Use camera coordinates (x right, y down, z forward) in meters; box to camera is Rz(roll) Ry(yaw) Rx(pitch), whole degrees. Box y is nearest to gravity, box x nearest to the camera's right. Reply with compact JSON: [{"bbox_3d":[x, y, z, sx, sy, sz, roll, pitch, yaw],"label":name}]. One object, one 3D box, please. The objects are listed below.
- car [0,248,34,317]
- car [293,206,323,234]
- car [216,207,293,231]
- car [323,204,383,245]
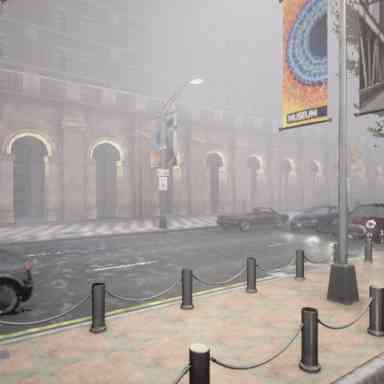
[{"bbox_3d":[-5.102,1.563,5.852,4.181,1.385,1.994,0,0,-36],"label":"car"},{"bbox_3d":[7.707,1.526,19.409,4.674,1.442,1.812,0,0,-36],"label":"car"},{"bbox_3d":[3.756,1.595,20.467,4.718,1.301,1.895,0,0,-36],"label":"car"},{"bbox_3d":[8.597,1.352,15.758,4.553,1.767,2.097,0,0,-36],"label":"car"}]
